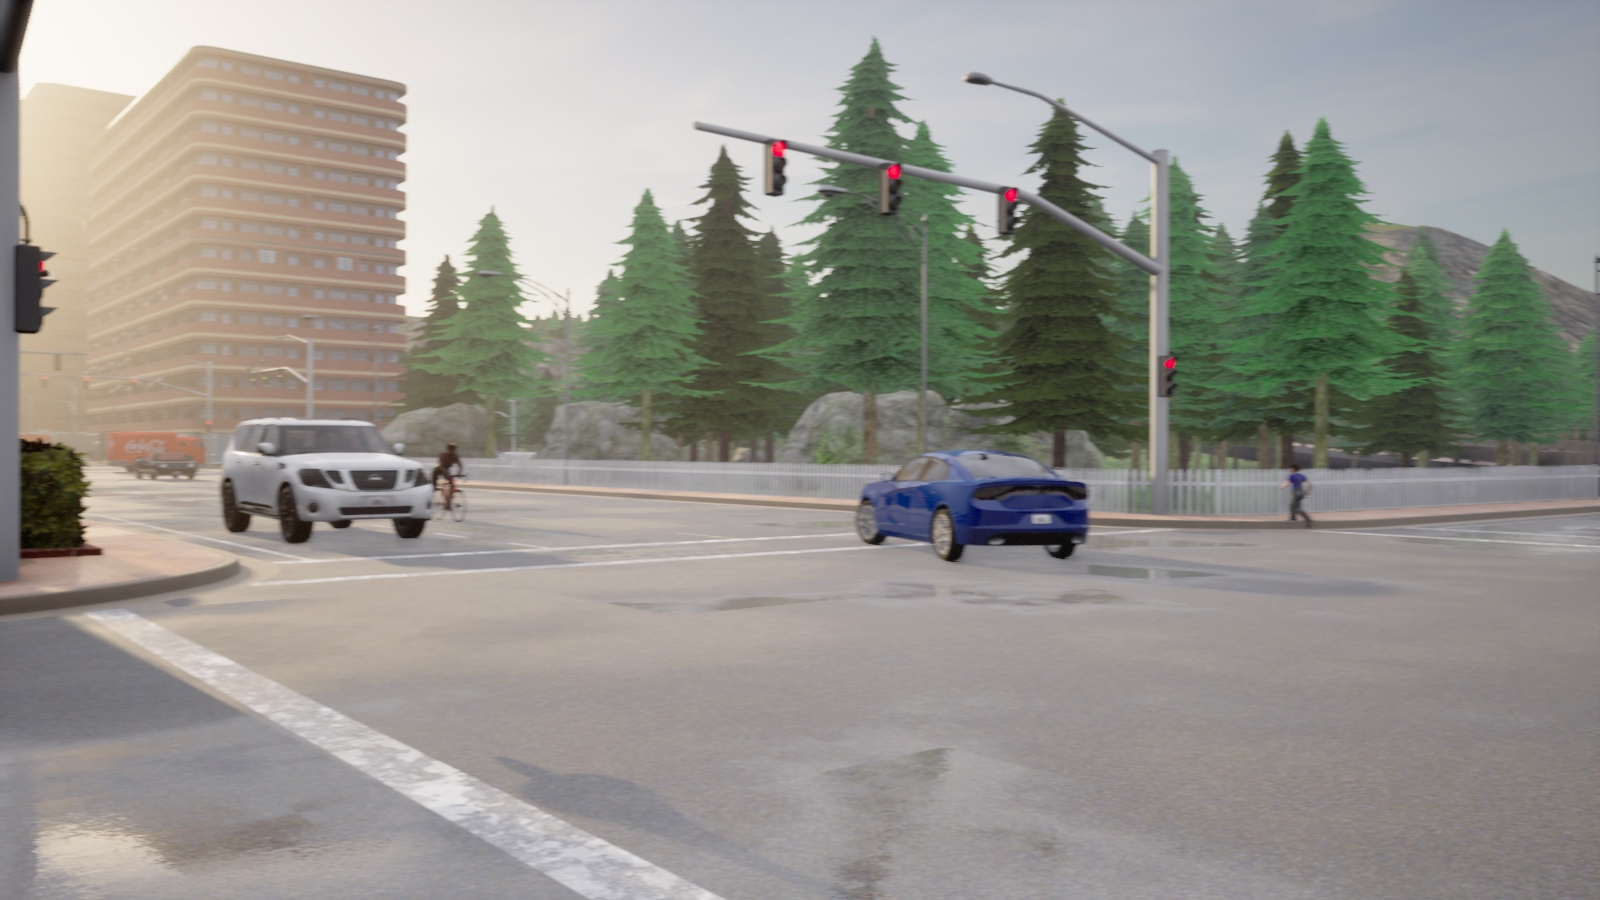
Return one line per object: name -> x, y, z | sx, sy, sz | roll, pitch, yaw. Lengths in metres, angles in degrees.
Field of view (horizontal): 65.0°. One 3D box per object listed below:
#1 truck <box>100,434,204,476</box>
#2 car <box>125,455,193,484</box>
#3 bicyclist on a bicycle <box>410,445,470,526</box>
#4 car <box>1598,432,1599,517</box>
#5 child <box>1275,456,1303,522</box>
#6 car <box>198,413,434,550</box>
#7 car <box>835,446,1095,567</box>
truck -> -39.446, 0.276, 76.499 | 5.204, 2.467, 2.627 | 0, 0, -40
car -> -30.337, 0.875, 59.336 | 1.895, 1.301, 4.718 | 0, 0, -39
bicyclist on a bicycle -> -7.427, 0.706, 25.880 | 0.582, 1.620, 1.656 | 0, 0, -39
car -> 19.739, 0.533, 28.188 | 3.866, 1.878, 1.905 | 0, 0, -38
child -> 9.457, 0.742, 24.296 | 0.270, 1.263, 0.437 | 0, 0, -33
car -> -8.487, 0.472, 21.653 | 2.150, 2.045, 5.566 | 0, 0, -39
car -> 2.228, 0.724, 18.573 | 1.882, 1.535, 5.008 | 0, 0, -17
